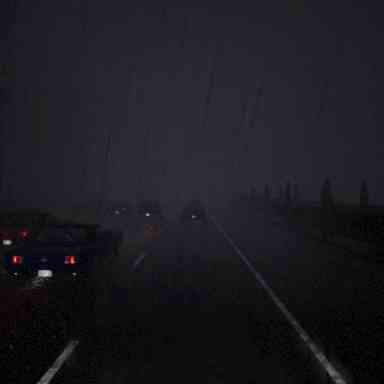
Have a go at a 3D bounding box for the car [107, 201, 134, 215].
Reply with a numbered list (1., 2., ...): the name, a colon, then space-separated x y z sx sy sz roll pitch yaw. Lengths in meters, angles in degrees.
1. car: -6.892 1.577 32.930 1.895 1.301 4.718 0 0 0

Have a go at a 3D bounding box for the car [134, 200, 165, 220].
1. car: -3.395 1.485 28.078 1.837 1.490 4.892 0 0 0

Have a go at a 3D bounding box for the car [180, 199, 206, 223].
1. car: 0.104 1.508 25.052 1.812 1.442 4.674 0 0 0

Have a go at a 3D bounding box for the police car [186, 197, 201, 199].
1. police car: 0.153 1.394 42.989 1.930 1.638 5.238 0 0 1

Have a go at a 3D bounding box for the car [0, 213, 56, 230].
1. car: -6.897 1.590 14.700 1.895 1.301 4.718 0 0 0

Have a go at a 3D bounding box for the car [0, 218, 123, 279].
1. car: -3.398 1.594 9.934 1.895 1.301 4.718 0 0 0
